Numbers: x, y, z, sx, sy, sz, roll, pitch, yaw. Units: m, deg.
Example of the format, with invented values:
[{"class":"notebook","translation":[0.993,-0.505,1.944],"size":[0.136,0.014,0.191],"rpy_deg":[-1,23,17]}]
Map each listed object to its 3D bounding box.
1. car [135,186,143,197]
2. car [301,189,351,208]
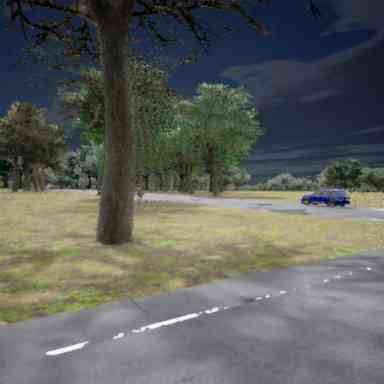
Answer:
[{"class":"car","translation":[-11.478,-0.162,64.948],"size":[2.150,2.045,5.566],"rpy_deg":[-1,2,-31]},{"class":"car","translation":[15.435,0.693,38.609],"size":[2.150,2.045,5.566],"rpy_deg":[-1,2,-35]}]
